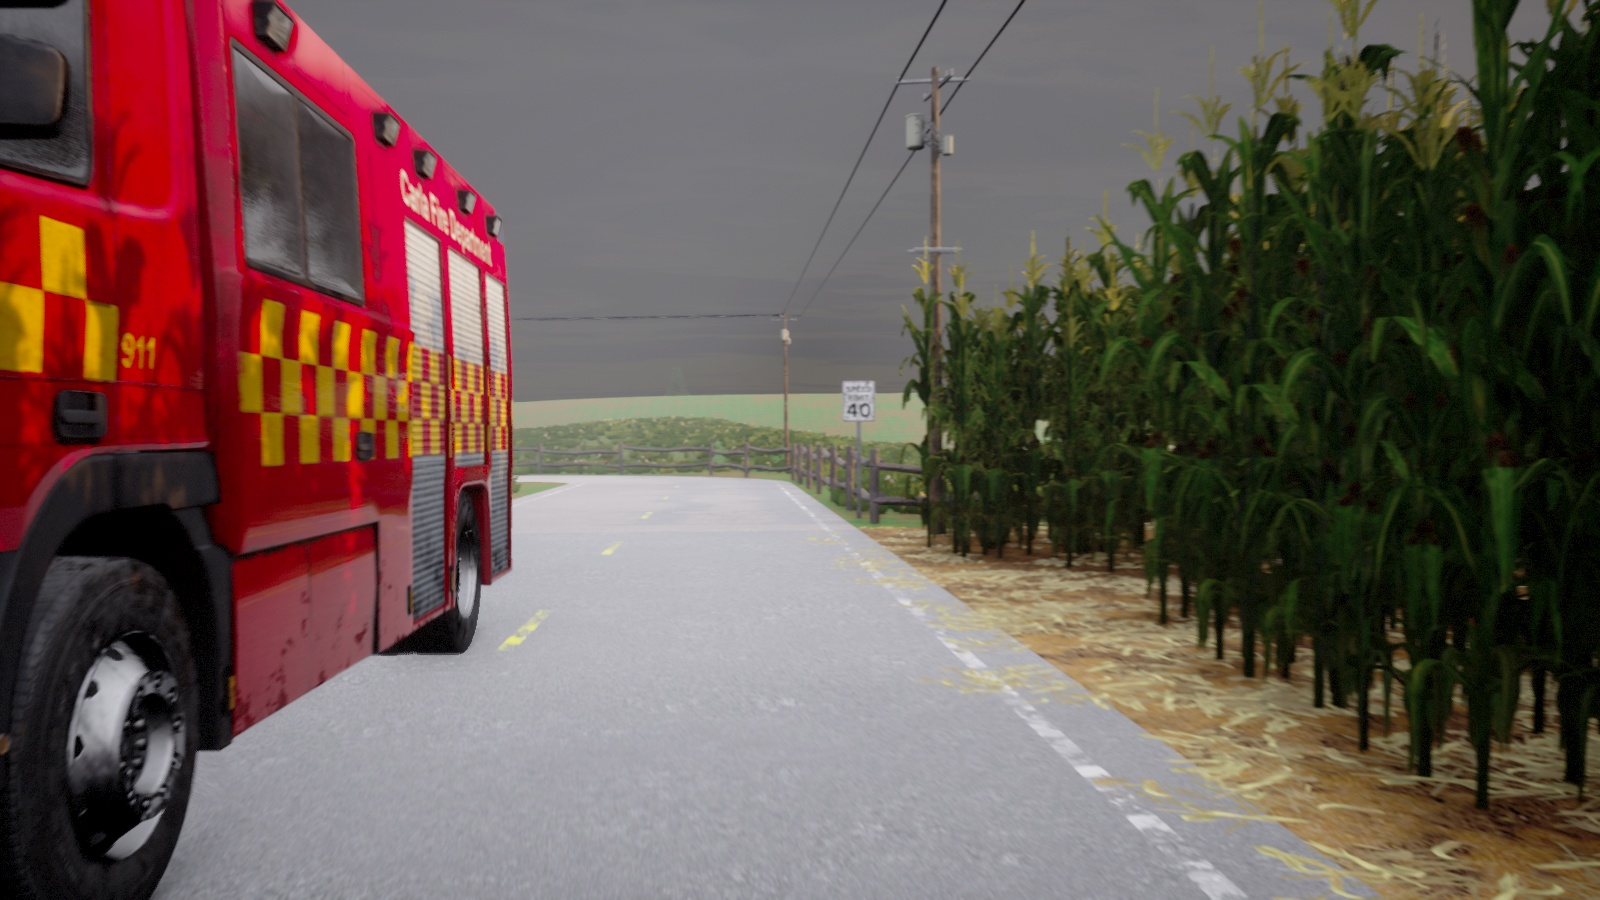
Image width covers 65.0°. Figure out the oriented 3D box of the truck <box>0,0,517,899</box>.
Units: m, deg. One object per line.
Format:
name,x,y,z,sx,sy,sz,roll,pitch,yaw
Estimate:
truck,-3.509,-0.471,5.878,2.891,3.827,8.468,0,1,-3
